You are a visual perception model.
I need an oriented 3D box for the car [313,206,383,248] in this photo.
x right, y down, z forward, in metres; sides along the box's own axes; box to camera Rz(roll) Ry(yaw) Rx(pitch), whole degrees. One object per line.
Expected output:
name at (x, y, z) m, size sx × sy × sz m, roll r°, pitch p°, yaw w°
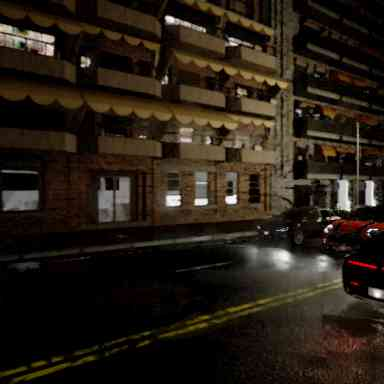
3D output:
car at (6.977, 1.325, 12.547) m, size 4.553 × 1.767 × 2.097 m, roll 0°, pitch 0°, yaw -35°

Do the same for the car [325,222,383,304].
car at (5.170, 1.492, 7.103) m, size 4.892 × 1.490 × 1.837 m, roll 0°, pitch 0°, yaw -35°

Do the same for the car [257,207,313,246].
car at (5.076, 1.461, 15.187) m, size 4.892 × 1.490 × 1.837 m, roll 0°, pitch 0°, yaw -35°
